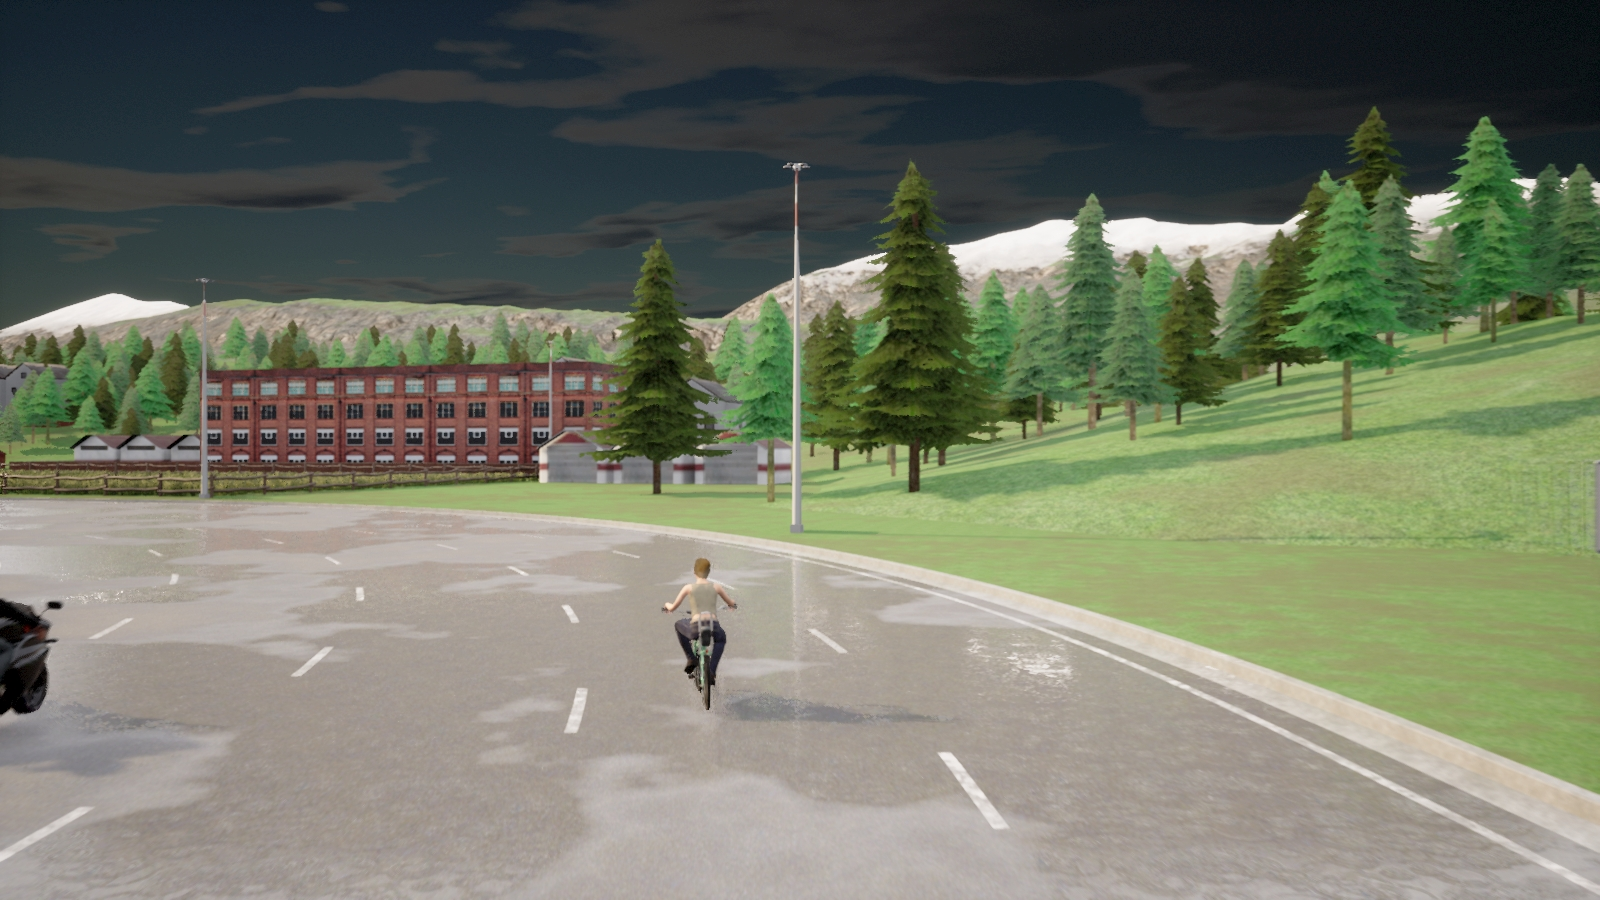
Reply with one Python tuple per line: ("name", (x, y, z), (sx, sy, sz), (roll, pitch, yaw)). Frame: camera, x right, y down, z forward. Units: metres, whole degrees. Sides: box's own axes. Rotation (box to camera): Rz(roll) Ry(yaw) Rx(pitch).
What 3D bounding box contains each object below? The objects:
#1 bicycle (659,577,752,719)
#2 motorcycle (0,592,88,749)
("bicycle", (-1.071, 2.142, 12.644), (0.859, 1.276, 1.487), (-1, 0, -10))
("motorcycle", (-8.073, 2.191, 11.376), (0.867, 1.251, 2.209), (-1, 0, -9))
